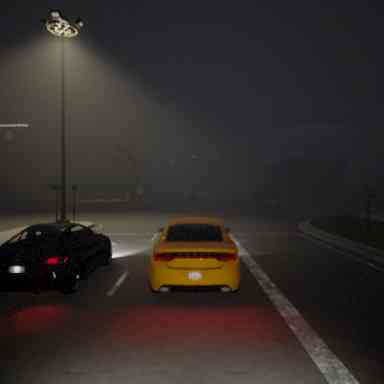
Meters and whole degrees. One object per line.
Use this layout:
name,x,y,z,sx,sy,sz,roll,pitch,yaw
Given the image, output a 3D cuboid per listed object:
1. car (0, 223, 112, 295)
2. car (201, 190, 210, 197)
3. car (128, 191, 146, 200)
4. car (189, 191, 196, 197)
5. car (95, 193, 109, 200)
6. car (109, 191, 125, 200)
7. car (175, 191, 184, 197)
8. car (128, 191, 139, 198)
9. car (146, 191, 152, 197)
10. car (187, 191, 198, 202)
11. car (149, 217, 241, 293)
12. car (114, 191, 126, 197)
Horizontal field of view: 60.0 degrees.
car,-3.425,1.472,8.537,1.994,1.385,4.181,0,1,0
car,3.613,0.654,87.511,1.895,1.301,4.718,0,1,0
car,-11.412,0.815,68.073,2.033,1.411,5.357,0,1,0
car,0.112,0.562,87.068,1.837,1.490,4.892,0,1,0
car,-18.412,0.864,68.499,1.895,1.301,4.718,0,1,0
car,-14.912,0.827,67.986,1.994,1.385,4.181,0,1,0
car,-3.387,0.584,87.489,1.812,1.442,4.674,0,1,0
car,-14.891,0.595,84.560,1.837,1.490,4.892,0,1,0
car,-11.391,0.449,84.600,2.097,1.767,4.553,0,1,0
car,0.073,0.923,56.460,1.812,1.442,4.674,0,1,0
car,0.076,1.384,8.666,1.882,1.535,5.008,0,1,0
car,-18.390,0.593,84.934,1.837,1.490,4.892,0,1,0
